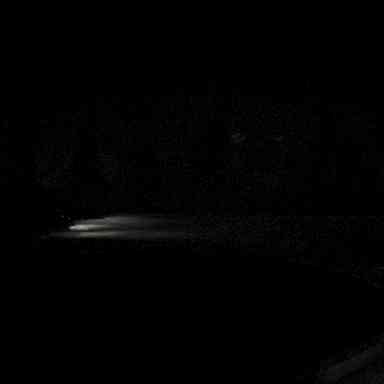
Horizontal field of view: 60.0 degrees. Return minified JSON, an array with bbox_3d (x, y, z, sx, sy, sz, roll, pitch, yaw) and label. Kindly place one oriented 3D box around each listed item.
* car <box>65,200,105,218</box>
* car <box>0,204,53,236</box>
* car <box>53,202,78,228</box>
[{"bbox_3d":[-9.661,1.423,27.686,4.674,1.442,1.812,0,0,-3],"label":"car"},{"bbox_3d":[-10.185,1.417,17.130,4.902,1.511,2.128,0,0,-3],"label":"car"},{"bbox_3d":[-9.655,1.481,20.664,4.181,1.385,1.994,0,0,-3],"label":"car"}]
